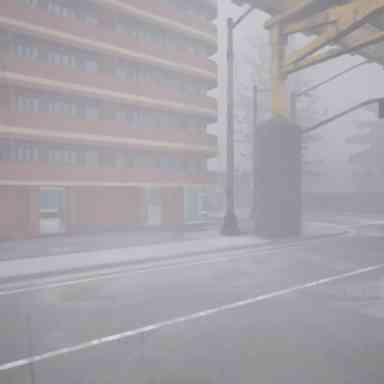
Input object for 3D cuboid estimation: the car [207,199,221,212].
[{"bbox_3d":[1.220,1.434,37.567,2.128,1.511,4.902,0,0,-35],"label":"car"}]
